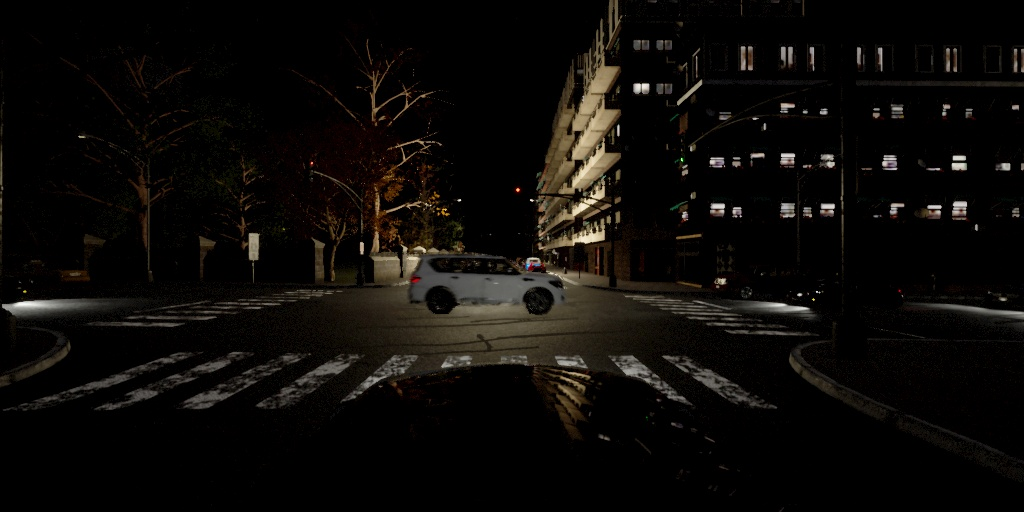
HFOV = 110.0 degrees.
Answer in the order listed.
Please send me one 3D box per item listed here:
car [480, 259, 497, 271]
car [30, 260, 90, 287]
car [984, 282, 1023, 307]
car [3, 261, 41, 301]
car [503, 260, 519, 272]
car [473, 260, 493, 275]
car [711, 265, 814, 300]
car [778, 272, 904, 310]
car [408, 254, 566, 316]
[{"bbox_3d":[-3.330,1.276,51.749,2.128,1.511,4.902,0,0,0],"label":"car"},{"bbox_3d":[-24.822,0.882,18.410,4.829,1.417,1.751,0,0,-1],"label":"car"},{"bbox_3d":[24.948,1.763,16.545,4.674,1.442,1.812,1,0,-1],"label":"car"},{"bbox_3d":[-20.207,0.977,12.682,4.181,1.385,1.994,1,0,-1],"label":"car"},{"bbox_3d":[-0.125,1.327,48.148,2.033,1.411,5.357,0,0,0],"label":"car"},{"bbox_3d":[-3.286,1.277,41.337,1.837,1.490,4.892,0,0,0],"label":"car"},{"bbox_3d":[13.369,1.352,18.961,5.009,1.841,2.192,0,0,-1],"label":"car"},{"bbox_3d":[15.112,1.623,16.398,4.181,1.385,1.994,1,0,-1],"label":"car"},{"bbox_3d":[-0.868,0.968,12.985,5.566,2.045,2.150,0,0,-1],"label":"car"}]
